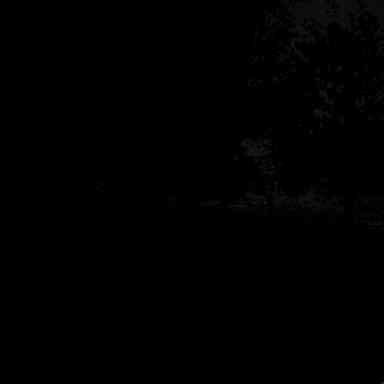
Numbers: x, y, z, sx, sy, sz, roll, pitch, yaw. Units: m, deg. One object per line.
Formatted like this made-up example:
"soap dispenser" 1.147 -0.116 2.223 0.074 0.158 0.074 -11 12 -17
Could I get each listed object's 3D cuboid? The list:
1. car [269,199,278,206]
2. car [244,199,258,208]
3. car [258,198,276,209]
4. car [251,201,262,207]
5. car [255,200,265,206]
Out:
"car" 20.670 2.679 84.260 2.097 1.767 4.553 0 -2 16
"car" 11.316 2.066 63.730 2.097 1.767 4.553 0 -2 17
"car" 11.725 1.855 51.887 1.837 1.490 4.892 0 -2 13
"car" 14.675 2.666 75.316 1.994 1.385 4.181 0 -2 16
"car" 17.440 2.820 84.794 2.033 1.411 5.357 0 -2 16
